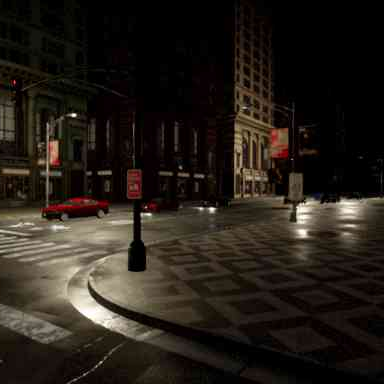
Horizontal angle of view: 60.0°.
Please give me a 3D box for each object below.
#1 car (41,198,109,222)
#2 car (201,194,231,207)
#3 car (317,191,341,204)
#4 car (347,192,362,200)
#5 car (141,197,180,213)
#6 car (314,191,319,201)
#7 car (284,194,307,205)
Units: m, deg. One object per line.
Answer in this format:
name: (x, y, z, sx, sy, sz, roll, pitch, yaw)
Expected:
car: (-8.379, 1.230, 24.234, 1.882, 1.535, 5.008, 0, 1, 35)
car: (3.020, 1.007, 40.268, 1.837, 1.490, 4.892, 0, 1, 35)
car: (19.003, 0.908, 45.610, 1.812, 1.442, 4.674, 0, 1, 35)
car: (29.524, 0.676, 60.429, 1.812, 1.442, 4.674, 0, 1, 35)
car: (-3.014, 1.197, 31.784, 1.994, 1.385, 4.181, 0, 1, 36)
car: (22.031, 0.594, 55.493, 2.097, 1.767, 4.553, 0, 1, 36)
car: (13.645, 0.915, 43.678, 2.128, 1.511, 4.902, 0, 1, 35)
